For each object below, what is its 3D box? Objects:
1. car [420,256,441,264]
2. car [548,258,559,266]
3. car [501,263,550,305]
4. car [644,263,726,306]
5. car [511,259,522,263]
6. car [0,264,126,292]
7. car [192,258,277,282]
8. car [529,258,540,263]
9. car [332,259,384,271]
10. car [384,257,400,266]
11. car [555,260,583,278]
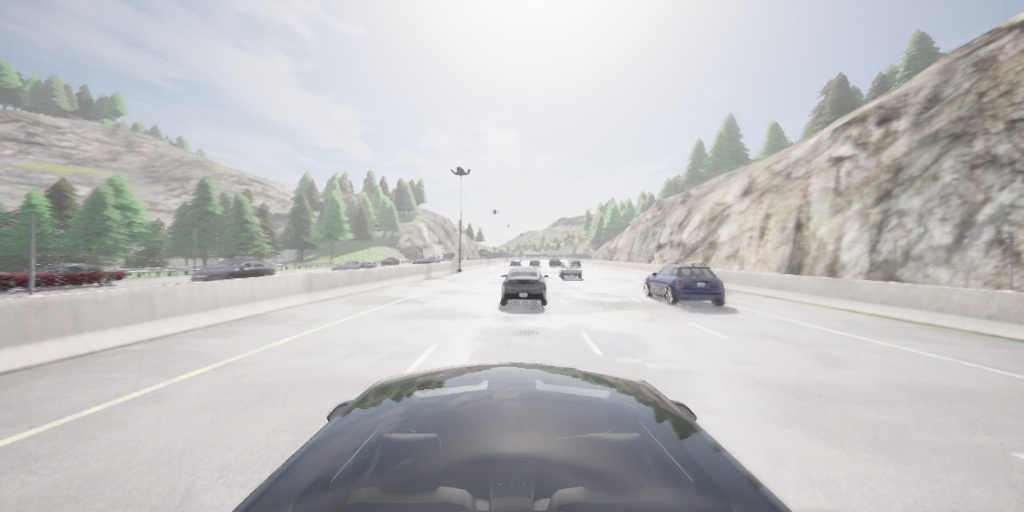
[{"bbox_3d":[-13.740,0.863,61.983,2.097,1.767,4.553,1,0,5],"label":"car"},{"bbox_3d":[7.577,1.075,63.992,2.097,1.767,4.553,1,0,4],"label":"car"},{"bbox_3d":[0.575,1.236,15.979,1.837,1.490,4.892,0,0,4],"label":"car"},{"bbox_3d":[7.603,1.154,16.278,2.097,1.767,4.553,1,0,4],"label":"car"},{"bbox_3d":[0.678,1.200,64.570,2.033,1.411,5.357,1,0,3],"label":"car"},{"bbox_3d":[-23.952,1.082,19.031,1.895,1.301,4.718,1,0,4],"label":"car"},{"bbox_3d":[-16.735,1.042,21.898,2.128,1.511,4.902,1,0,4],"label":"car"},{"bbox_3d":[4.099,1.179,64.428,2.128,1.511,4.902,1,0,4],"label":"car"},{"bbox_3d":[-12.696,1.071,29.119,2.128,1.511,4.902,1,0,4],"label":"car"},{"bbox_3d":[-20.783,0.934,61.615,1.837,1.490,4.892,1,0,5],"label":"car"},{"bbox_3d":[5.325,1.352,33.180,1.895,1.301,4.718,1,0,4],"label":"car"}]
